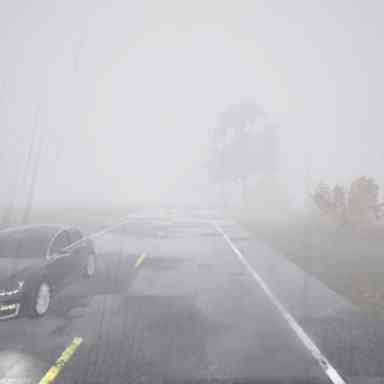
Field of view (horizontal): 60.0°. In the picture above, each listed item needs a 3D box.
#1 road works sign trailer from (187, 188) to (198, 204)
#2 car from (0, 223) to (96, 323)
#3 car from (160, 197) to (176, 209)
[{"bbox_3d":[0.002,0.873,73.833,2.380,3.560,2.880,0,0,0],"label":"road works sign trailer"},{"bbox_3d":[-3.600,1.542,7.508,1.837,1.490,4.892,0,0,0],"label":"car"},{"bbox_3d":[-3.564,1.616,49.980,2.097,1.767,4.553,0,0,0],"label":"car"}]
